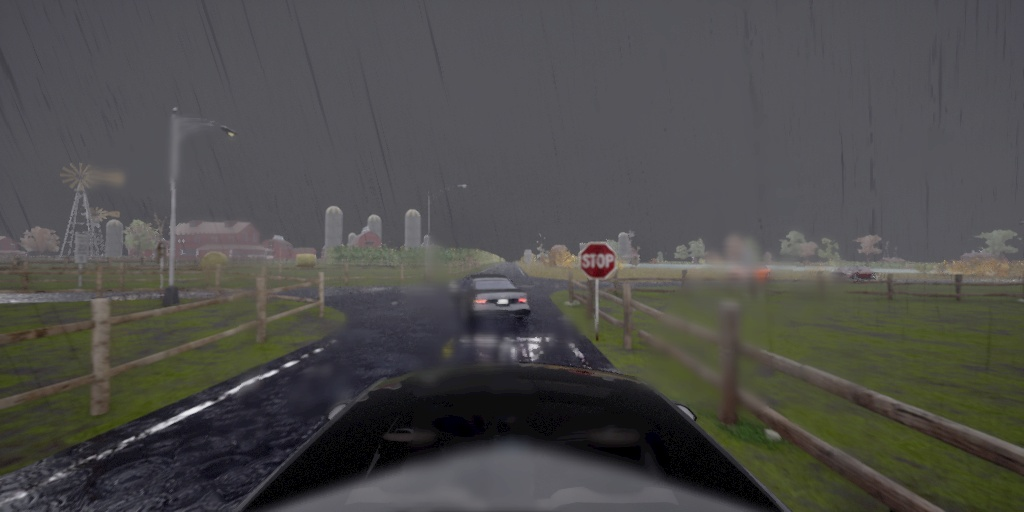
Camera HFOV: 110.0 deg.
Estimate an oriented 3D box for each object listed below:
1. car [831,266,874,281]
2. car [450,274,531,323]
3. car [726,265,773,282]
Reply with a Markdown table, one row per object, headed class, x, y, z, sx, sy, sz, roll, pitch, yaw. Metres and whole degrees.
| class | x | y | z | sx | sy | sz | roll | pitch | yaw |
| --- | --- | --- | --- | --- | --- | --- | --- | --- | --- |
| car | 39.419 | 1.916 | 41.518 | 4.553 | 1.767 | 2.097 | 1 | -1 | -18 |
| car | -0.956 | 1.334 | 12.471 | 2.033 | 1.411 | 5.357 | 0 | 0 | -16 |
| car | 23.872 | 1.647 | 36.080 | 4.553 | 1.767 | 2.097 | 1 | -1 | -20 |
